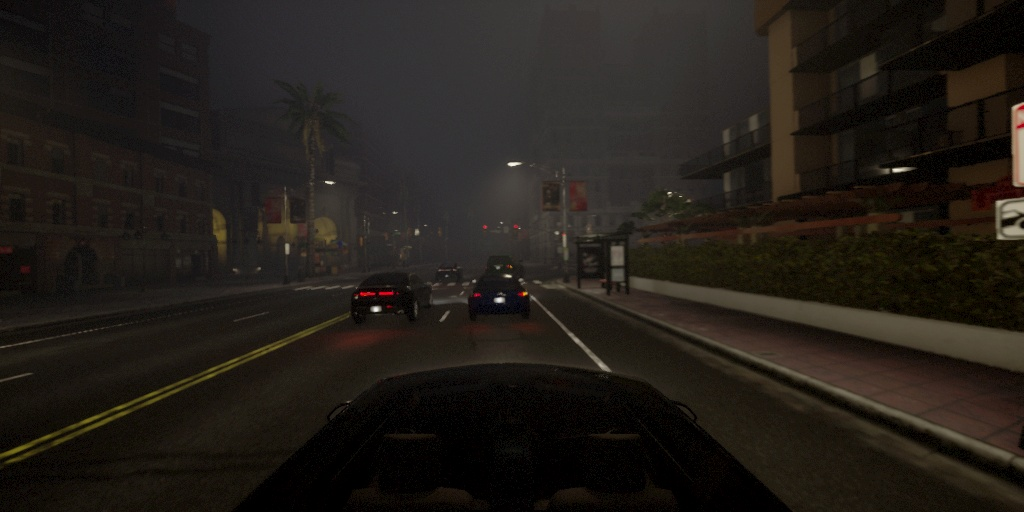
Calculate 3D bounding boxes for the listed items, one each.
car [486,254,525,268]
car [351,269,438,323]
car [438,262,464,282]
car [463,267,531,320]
[{"bbox_3d":[-0.431,0.898,28.004,2.150,2.045,5.566,-2,0,12],"label":"car"},{"bbox_3d":[-3.965,1.301,12.467,1.837,1.490,4.892,-1,-1,-4],"label":"car"},{"bbox_3d":[-4.978,1.262,29.039,2.128,1.511,4.902,-1,0,-3],"label":"car"},{"bbox_3d":[-0.479,1.287,12.684,1.994,1.385,4.181,-1,0,-3],"label":"car"}]
